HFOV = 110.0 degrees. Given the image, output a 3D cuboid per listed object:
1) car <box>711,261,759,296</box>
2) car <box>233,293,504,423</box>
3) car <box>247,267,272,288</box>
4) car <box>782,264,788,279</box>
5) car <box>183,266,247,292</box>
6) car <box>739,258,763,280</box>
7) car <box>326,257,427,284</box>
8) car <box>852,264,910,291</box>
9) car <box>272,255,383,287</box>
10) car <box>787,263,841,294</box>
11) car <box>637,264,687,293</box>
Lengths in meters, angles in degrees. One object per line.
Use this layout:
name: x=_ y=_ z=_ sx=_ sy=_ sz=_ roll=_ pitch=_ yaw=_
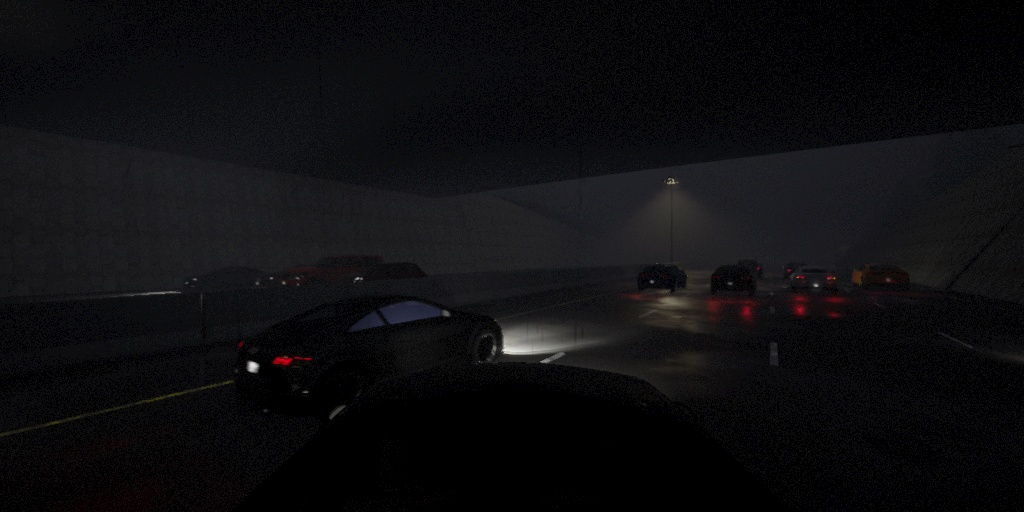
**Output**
car: x=12.181 y=1.221 z=19.620 sx=1.882 sy=1.535 sz=5.008 roll=0 pitch=0 yaw=36
car: x=-1.977 y=1.313 z=5.977 sx=1.994 sy=1.385 sz=4.181 roll=0 pitch=0 yaw=36
car: x=-12.509 y=1.235 z=21.625 sx=2.128 sy=1.511 sz=4.902 roll=0 pitch=0 yaw=36
car: x=25.303 y=1.287 z=31.837 sx=2.033 sy=1.411 sz=5.357 roll=0 pitch=0 yaw=36
car: x=-16.892 y=1.307 z=21.533 sx=1.994 sy=1.385 sz=4.181 roll=0 pitch=0 yaw=36
car: x=21.011 y=1.091 z=31.871 sx=2.097 sy=1.767 sz=4.553 roll=0 pitch=0 yaw=36
car: x=-6.452 y=1.097 z=18.057 sx=2.097 sy=1.767 sz=4.553 roll=0 pitch=0 yaw=36
car: x=22.673 y=1.220 z=22.207 sx=1.882 sy=1.535 sz=5.008 roll=0 pitch=0 yaw=36
car: x=-9.534 y=0.965 z=19.767 sx=2.150 sy=2.045 sz=5.566 roll=0 pitch=0 yaw=36
car: x=16.931 y=1.269 z=20.235 sx=1.812 sy=1.442 sz=4.674 roll=0 pitch=0 yaw=36
car: x=8.887 y=1.221 z=21.035 sx=1.882 sy=1.535 sz=5.008 roll=0 pitch=0 yaw=36
